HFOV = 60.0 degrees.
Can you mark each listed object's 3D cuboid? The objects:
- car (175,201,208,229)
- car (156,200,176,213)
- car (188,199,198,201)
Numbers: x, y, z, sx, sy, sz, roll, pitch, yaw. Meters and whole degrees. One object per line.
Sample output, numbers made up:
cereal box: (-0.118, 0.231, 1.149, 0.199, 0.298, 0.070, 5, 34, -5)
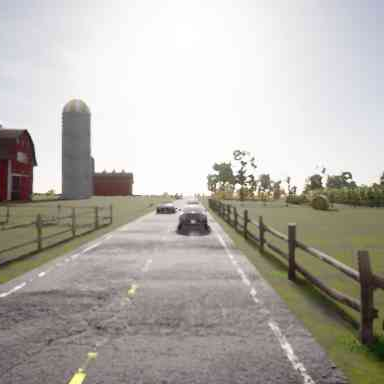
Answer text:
car: (0.081, 1.558, 21.764, 1.812, 1.442, 4.674, 0, 0, 0)
car: (-2.827, 1.624, 36.768, 1.994, 1.385, 4.181, 0, 0, 0)
car: (0.107, 1.636, 43.096, 1.994, 1.385, 4.181, 0, 0, 0)
